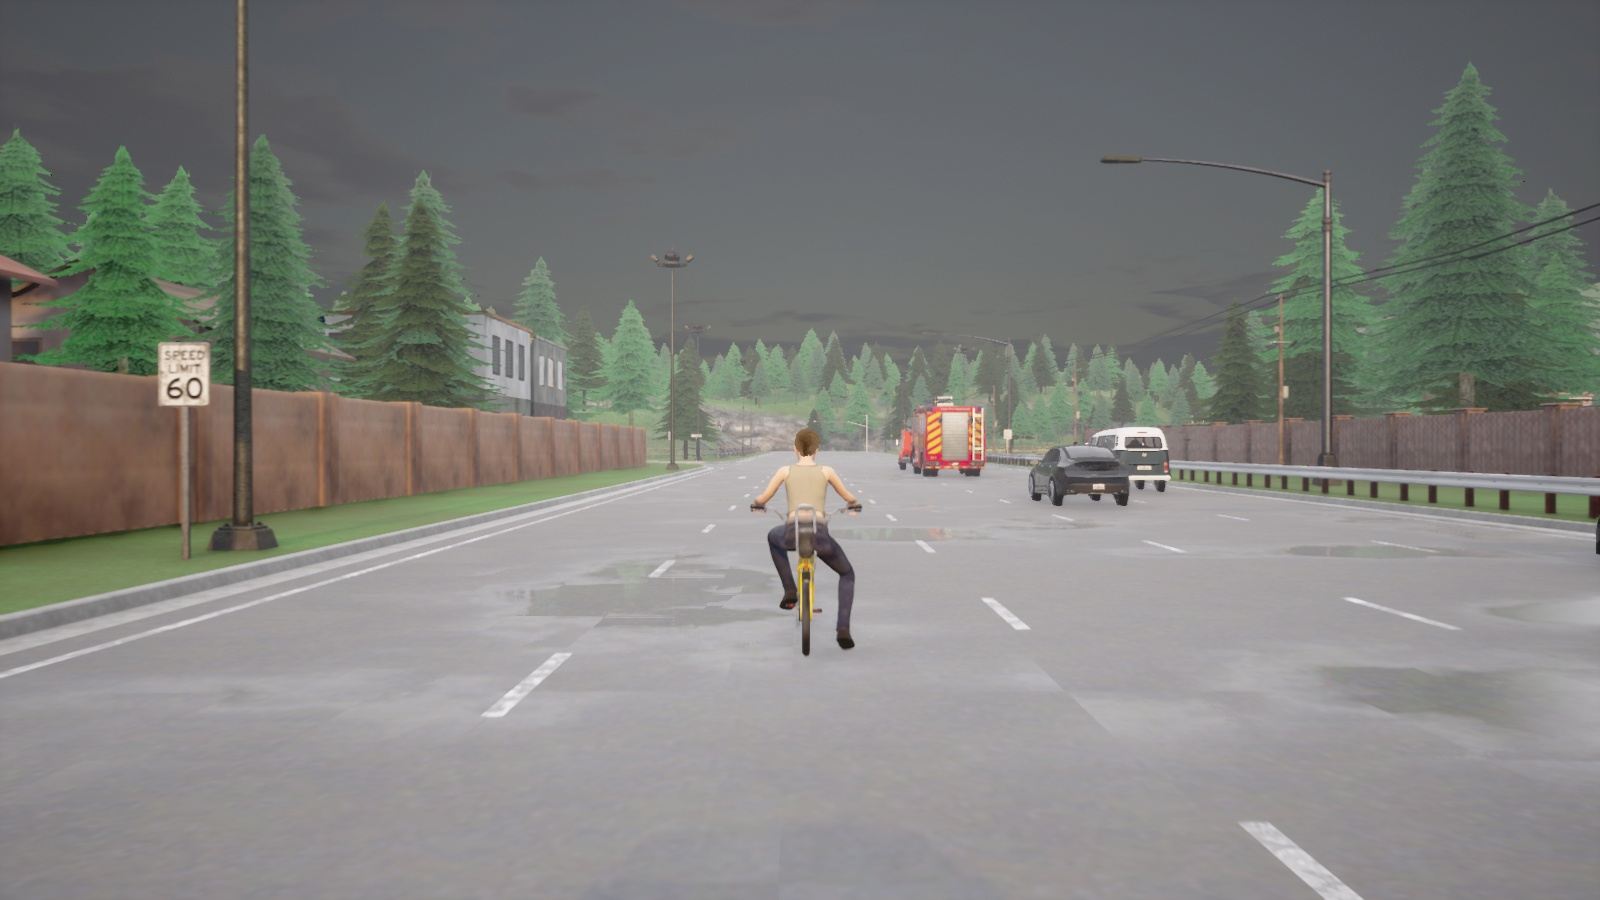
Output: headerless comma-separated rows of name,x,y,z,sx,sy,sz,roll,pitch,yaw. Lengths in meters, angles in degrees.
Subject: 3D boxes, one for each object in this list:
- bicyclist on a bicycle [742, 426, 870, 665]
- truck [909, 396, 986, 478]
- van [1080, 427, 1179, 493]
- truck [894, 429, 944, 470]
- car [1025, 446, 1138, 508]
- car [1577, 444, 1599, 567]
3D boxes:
bicyclist on a bicycle,0.045,0.648,9.267,0.866,1.612,1.509,0,0,0
truck,7.274,-0.652,62.999,2.891,3.827,8.468,0,0,0
van,10.688,0.318,41.025,2.069,2.038,4.480,0,0,0
truck,7.344,-0.032,77.842,2.627,2.467,5.204,0,0,0
car,7.153,0.634,32.428,1.837,1.490,4.892,0,0,0
car,10.574,0.669,13.600,1.970,1.475,3.806,0,0,0
